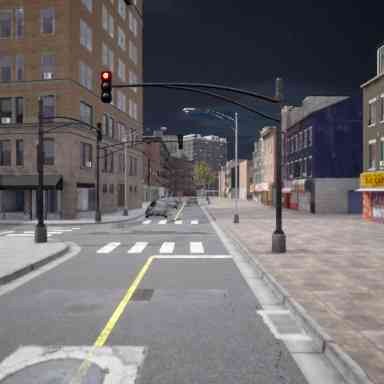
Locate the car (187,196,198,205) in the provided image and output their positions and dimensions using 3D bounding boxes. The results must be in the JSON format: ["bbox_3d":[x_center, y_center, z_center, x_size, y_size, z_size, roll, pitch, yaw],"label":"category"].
[{"bbox_3d":[0.051,1.508,59.333,2.128,1.511,4.902,0,0,0],"label":"car"}]

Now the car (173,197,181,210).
[{"bbox_3d":[-2.884,1.572,43.548,1.994,1.385,4.181,0,0,0],"label":"car"}]

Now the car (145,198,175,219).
[{"bbox_3d":[-2.932,1.507,29.533,1.837,1.490,4.892,0,0,2],"label":"car"}]
